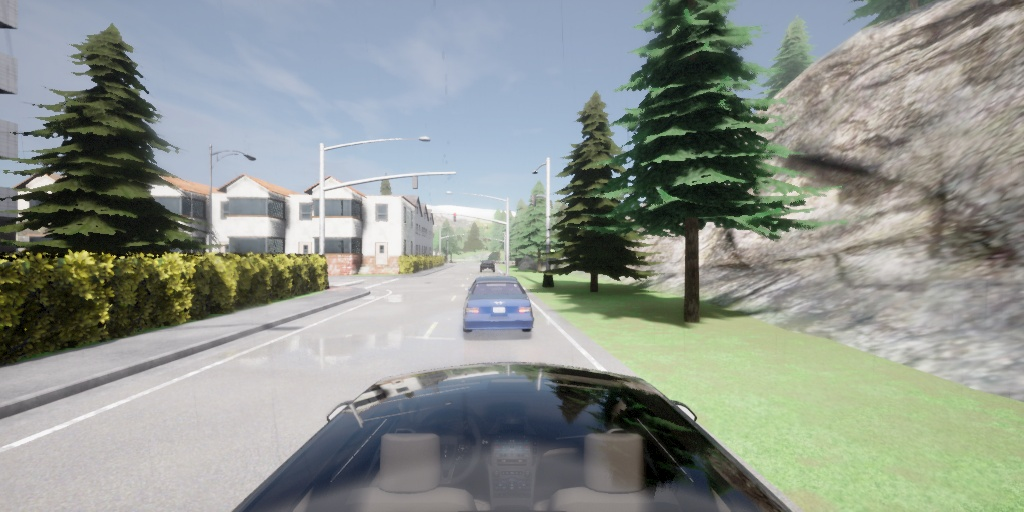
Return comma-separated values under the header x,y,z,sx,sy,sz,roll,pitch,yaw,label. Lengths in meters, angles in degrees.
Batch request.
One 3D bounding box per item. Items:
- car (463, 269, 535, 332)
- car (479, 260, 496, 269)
x,y,z,sx,sy,sz,roll,pitch,yaw,label
-0.478,1.297,10.802,2.033,1.411,5.357,0,0,-4,car
-3.105,1.255,45.269,1.837,1.490,4.892,0,0,-4,car
